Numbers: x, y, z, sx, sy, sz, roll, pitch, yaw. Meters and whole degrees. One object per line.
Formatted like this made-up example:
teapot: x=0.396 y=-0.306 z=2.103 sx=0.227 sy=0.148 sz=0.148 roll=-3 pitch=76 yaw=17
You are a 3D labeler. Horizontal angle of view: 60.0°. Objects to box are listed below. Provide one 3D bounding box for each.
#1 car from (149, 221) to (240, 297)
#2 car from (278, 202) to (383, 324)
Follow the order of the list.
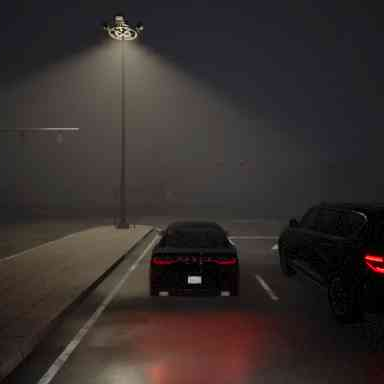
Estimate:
car: x=0.063 y=1.478 z=8.634 sx=1.882 sy=1.535 sz=5.008 roll=0 pitch=0 yaw=0
car: x=3.566 y=1.221 z=7.287 sx=2.150 sy=2.045 sz=5.566 roll=0 pitch=0 yaw=0
